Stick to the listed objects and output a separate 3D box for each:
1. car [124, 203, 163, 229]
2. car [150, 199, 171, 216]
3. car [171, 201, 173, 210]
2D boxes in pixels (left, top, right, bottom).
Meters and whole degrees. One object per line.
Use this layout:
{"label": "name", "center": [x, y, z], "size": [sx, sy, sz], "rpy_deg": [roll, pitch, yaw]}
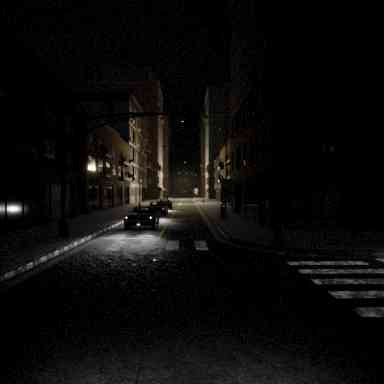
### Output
{"label": "car", "center": [-3.180, 1.596, 21.741], "size": [1.895, 1.301, 4.718], "rpy_deg": [0, 0, -1]}
{"label": "car", "center": [-3.331, 1.591, 31.889], "size": [1.895, 1.301, 4.718], "rpy_deg": [0, 0, -1]}
{"label": "car", "center": [-3.468, 1.545, 41.839], "size": [1.994, 1.385, 4.181], "rpy_deg": [0, 0, -1]}
